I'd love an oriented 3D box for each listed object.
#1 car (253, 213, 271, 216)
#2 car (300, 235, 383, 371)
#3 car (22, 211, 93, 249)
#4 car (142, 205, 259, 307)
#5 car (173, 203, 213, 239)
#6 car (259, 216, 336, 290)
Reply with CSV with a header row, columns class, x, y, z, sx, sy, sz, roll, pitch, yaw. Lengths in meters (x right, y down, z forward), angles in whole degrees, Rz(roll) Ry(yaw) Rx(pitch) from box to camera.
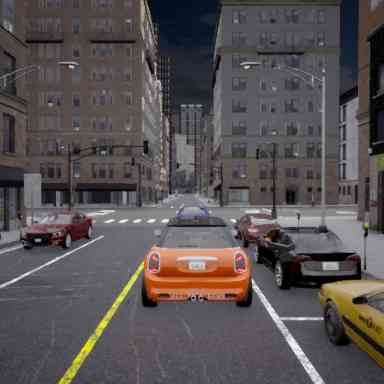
class,x,y,z,sx,sy,sz,roll,pitch,yaw
car,2.858,1.578,14.529,1.802,1.307,4.206,-1,0,0
car,2.864,1.524,3.527,1.752,1.417,4.829,-1,0,0
car,-5.687,1.541,14.521,1.887,1.381,4.507,-1,0,0
car,0.092,1.350,8.138,2.097,1.767,4.553,0,0,0
car,0.090,1.472,18.426,1.882,1.535,5.008,0,0,1
car,2.861,1.563,8.943,1.947,1.339,4.313,-1,0,0
